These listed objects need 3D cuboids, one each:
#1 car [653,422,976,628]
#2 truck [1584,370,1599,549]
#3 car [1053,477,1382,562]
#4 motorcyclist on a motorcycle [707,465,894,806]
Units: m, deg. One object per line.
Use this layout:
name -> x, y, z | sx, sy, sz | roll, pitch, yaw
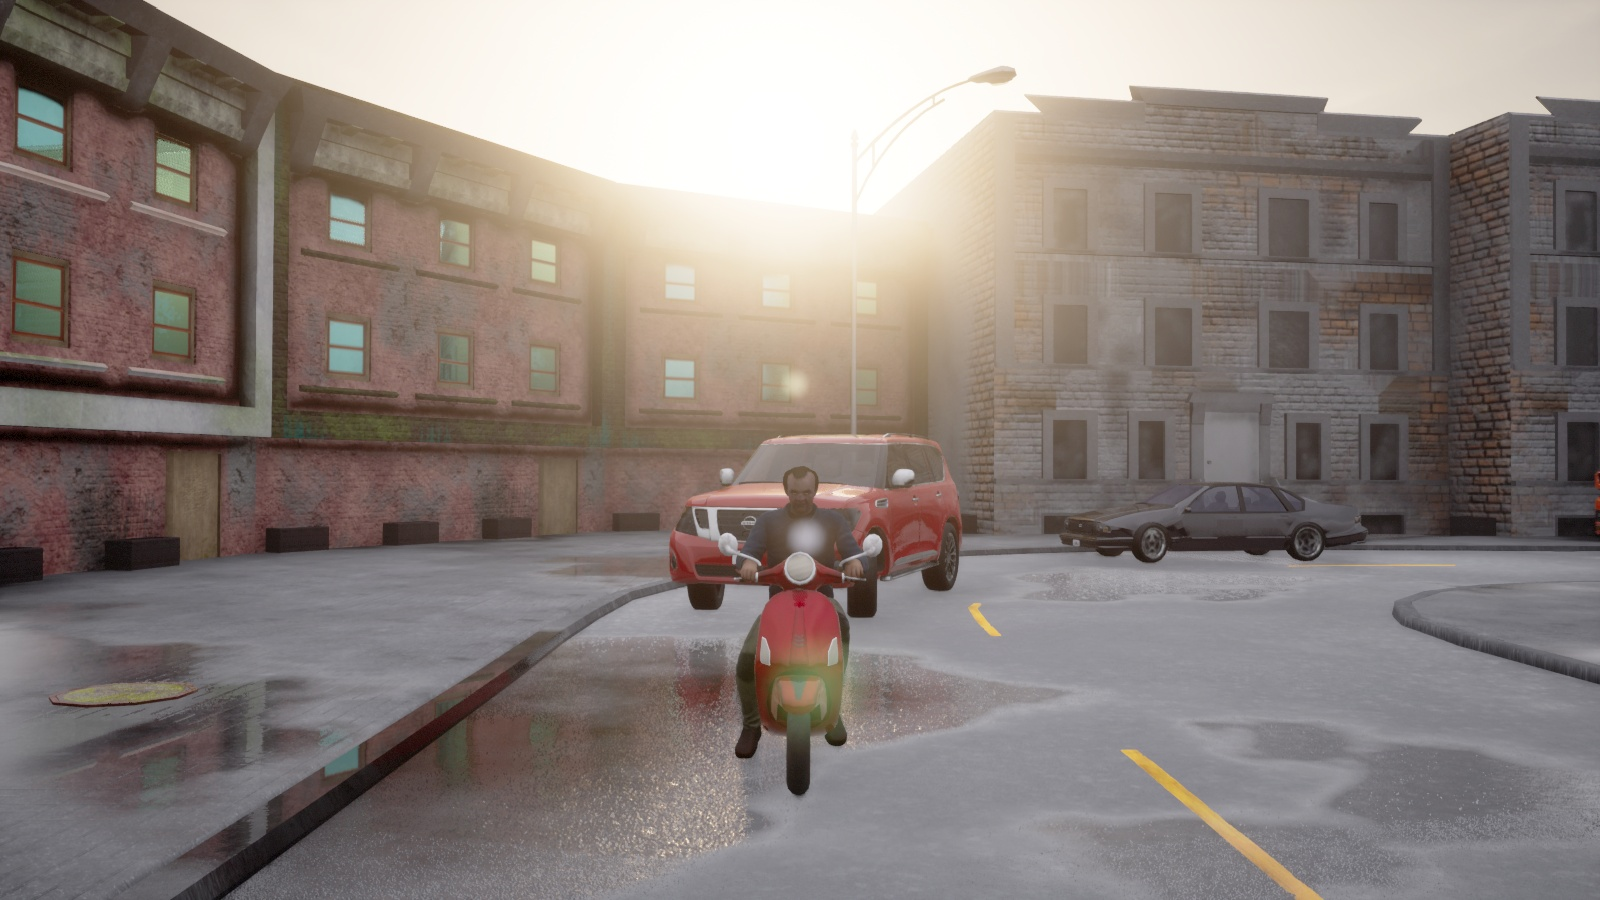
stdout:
car -> 0.457, 0.792, 15.438 | 2.150, 2.045, 5.566 | -1, -1, 21
truck -> 19.492, 0.146, 23.394 | 7.936, 3.462, 2.891 | 0, -1, 0
car -> 7.528, 1.216, 22.841 | 5.357, 1.411, 2.033 | 0, -1, -11
motorcyclist on a motorcycle -> 0.009, 0.882, 6.778 | 0.866, 1.590, 1.817 | 0, -1, 1
